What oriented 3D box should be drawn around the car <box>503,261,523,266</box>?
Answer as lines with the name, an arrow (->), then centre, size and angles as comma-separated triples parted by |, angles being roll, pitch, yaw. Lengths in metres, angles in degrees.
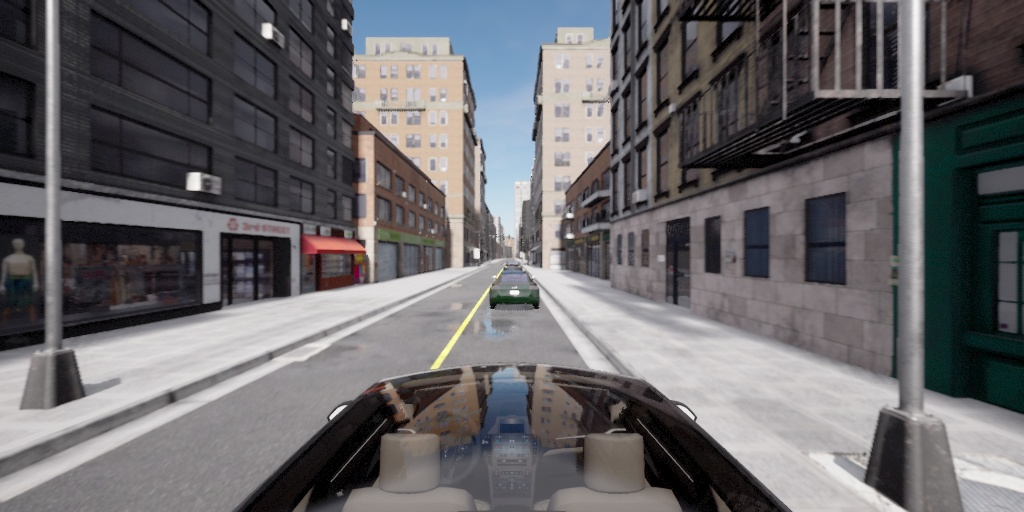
car -> 0.087, 1.202, 35.704 | 2.128, 1.511, 4.902 | 0, 0, 0

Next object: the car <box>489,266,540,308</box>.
car -> 0.095, 1.300, 15.094 | 1.994, 1.385, 4.181 | 0, 0, 0
